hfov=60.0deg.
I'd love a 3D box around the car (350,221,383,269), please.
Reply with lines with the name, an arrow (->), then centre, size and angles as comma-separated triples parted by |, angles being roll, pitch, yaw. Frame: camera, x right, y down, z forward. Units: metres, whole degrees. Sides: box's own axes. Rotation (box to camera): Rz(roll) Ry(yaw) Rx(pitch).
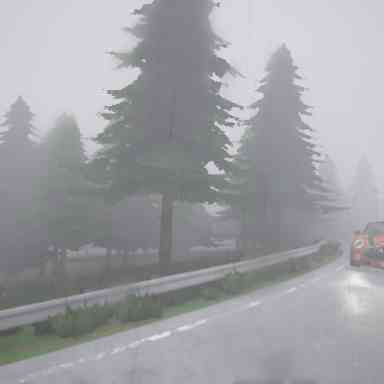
car -> 7.242, 1.871, 12.335 | 2.097, 1.767, 4.553 | 1, -4, 31
